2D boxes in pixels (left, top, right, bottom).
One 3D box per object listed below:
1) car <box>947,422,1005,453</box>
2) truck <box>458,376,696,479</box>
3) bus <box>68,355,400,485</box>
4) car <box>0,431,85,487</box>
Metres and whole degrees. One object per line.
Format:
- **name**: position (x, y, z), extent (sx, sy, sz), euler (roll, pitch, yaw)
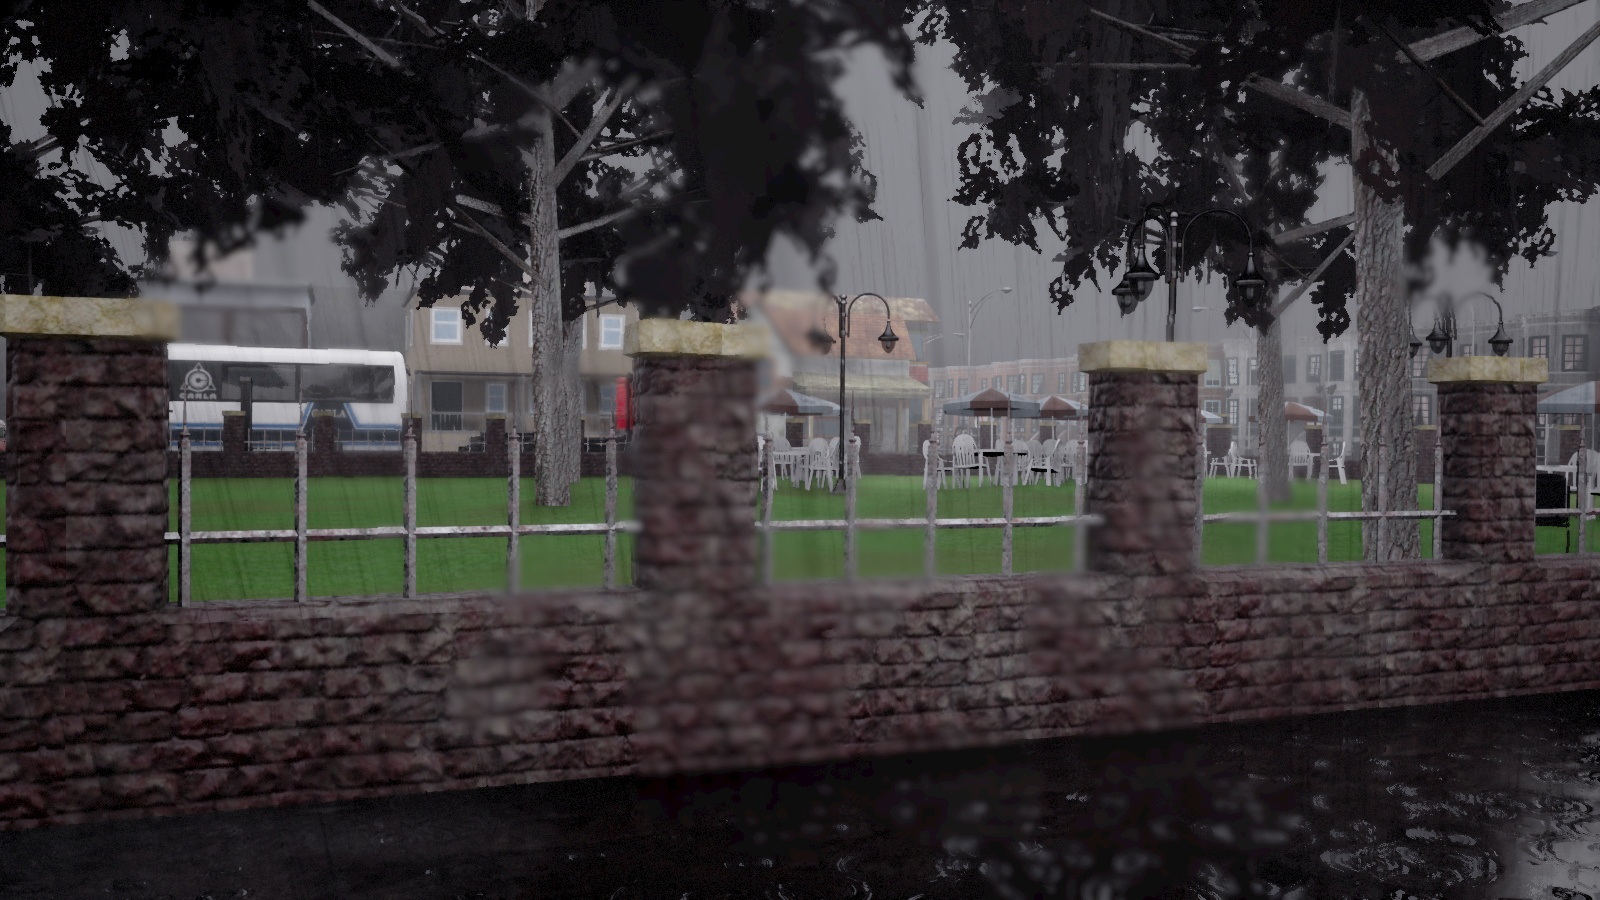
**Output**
- **car**: position (10.744, -0.773, 76.893), extent (1.905, 1.878, 3.866), euler (-1, 1, -21)
- **truck**: position (-7.967, -0.828, 44.872), extent (7.936, 3.462, 2.891), euler (-1, 1, -21)
- **bus**: position (-19.743, -1.092, 44.682), extent (10.273, 4.253, 3.944), euler (-1, 1, -20)
- **car**: position (-24.757, 0.283, 38.523), extent (4.611, 1.667, 2.242), euler (-1, 1, -21)
